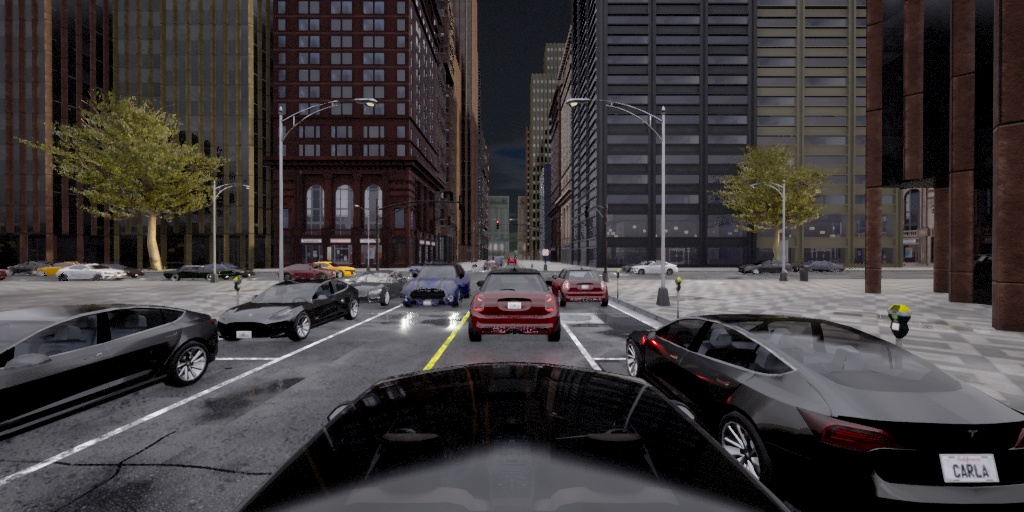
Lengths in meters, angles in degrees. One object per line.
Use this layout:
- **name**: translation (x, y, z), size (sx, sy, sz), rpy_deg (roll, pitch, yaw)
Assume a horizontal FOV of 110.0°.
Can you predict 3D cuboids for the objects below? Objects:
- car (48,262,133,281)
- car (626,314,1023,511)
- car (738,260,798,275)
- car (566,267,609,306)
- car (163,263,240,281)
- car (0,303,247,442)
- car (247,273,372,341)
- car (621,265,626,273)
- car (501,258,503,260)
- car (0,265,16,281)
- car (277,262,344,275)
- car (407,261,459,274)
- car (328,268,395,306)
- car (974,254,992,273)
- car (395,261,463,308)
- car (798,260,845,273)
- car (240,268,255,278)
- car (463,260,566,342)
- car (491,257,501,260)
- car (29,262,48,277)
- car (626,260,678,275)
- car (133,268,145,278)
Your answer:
- **car**: translation (-35.592, 1.396, 30.353), size (4.674, 1.442, 1.812), rpy_deg (0, 0, 0)
- **car**: translation (2.764, 1.316, 4.242), size (1.948, 1.339, 4.313), rpy_deg (0, 0, 0)
- **car**: translation (26.126, 1.182, 37.122), size (4.892, 1.490, 1.837), rpy_deg (-2, 0, 0)
- **car**: translation (2.775, 1.191, 15.514), size (1.967, 1.591, 4.097), rpy_deg (0, 0, 0)
- **car**: translation (-26.340, 1.445, 30.361), size (4.718, 1.301, 1.895), rpy_deg (0, 0, 0)
- **car**: translation (-5.761, 1.316, 4.248), size (1.948, 1.339, 4.313), rpy_deg (0, 0, 0)
- **car**: translation (-5.756, 1.316, 9.884), size (1.948, 1.339, 4.313), rpy_deg (0, 0, 0)
- **car**: translation (14.725, 1.218, 40.360), size (4.674, 1.442, 1.812), rpy_deg (0, 0, 0)
- **car**: translation (-3.025, 1.380, 61.337), size (1.895, 1.301, 4.718), rpy_deg (0, 0, 0)
- **car**: translation (-46.039, 1.378, 30.379), size (5.008, 1.535, 1.882), rpy_deg (0, 0, 1)
- **car**: translation (-17.240, 1.345, 30.371), size (4.674, 1.442, 1.812), rpy_deg (0, 0, -2)
- **car**: translation (-8.848, 1.299, 40.335), size (5.357, 1.411, 2.033), rpy_deg (0, 0, 0)
- **car**: translation (-5.750, 1.301, 15.521), size (2.007, 1.370, 4.403), rpy_deg (0, 0, 0)
- **car**: translation (48.663, 0.863, 37.058), size (5.566, 2.045, 2.150), rpy_deg (0, 0, 0)
- **car**: translation (-3.019, 1.103, 15.175), size (2.097, 1.767, 4.553), rpy_deg (0, 0, 1)
- **car**: translation (34.161, 1.198, 40.380), size (5.357, 1.411, 2.033), rpy_deg (0, 0, 0)
- **car**: translation (-27.256, 1.379, 33.611), size (5.357, 1.411, 2.033), rpy_deg (0, 0, 0)
- **car**: translation (0.075, 1.102, 9.977), size (2.097, 1.767, 4.553), rpy_deg (0, 0, 1)
- **car**: translation (-3.022, 1.296, 51.981), size (1.812, 1.442, 4.674), rpy_deg (0, 0, 1)
- **car**: translation (-45.822, 1.346, 37.035), size (5.008, 1.535, 1.882), rpy_deg (-1, 0, 0)
- **car**: translation (14.688, 1.234, 37.118), size (4.674, 1.442, 1.812), rpy_deg (0, 0, 1)
- **car**: translation (-37.890, 1.409, 33.597), size (5.357, 1.411, 2.033), rpy_deg (0, 0, -1)
